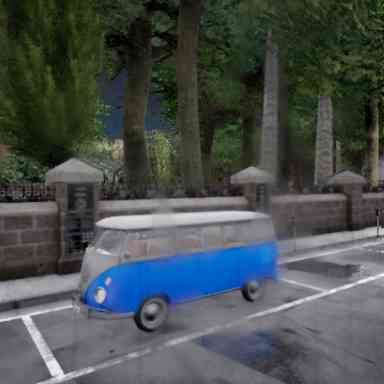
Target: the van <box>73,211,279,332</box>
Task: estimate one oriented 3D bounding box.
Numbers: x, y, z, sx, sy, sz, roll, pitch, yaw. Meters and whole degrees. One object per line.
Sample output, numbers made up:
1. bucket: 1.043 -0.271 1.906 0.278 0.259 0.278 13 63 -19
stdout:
1. van: -0.101 1.300 6.458 3.998 1.788 1.690 -1 0 -35
